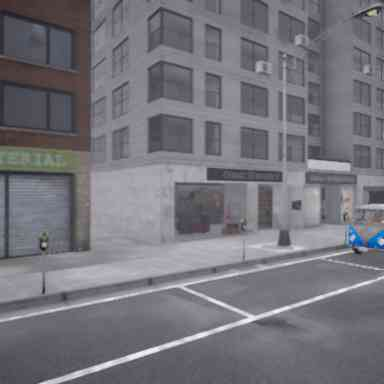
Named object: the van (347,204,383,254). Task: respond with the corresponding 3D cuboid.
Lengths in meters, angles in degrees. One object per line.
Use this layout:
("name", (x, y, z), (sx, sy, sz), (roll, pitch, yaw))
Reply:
("van", (7.220, 1.313, 11.914), (3.998, 1.788, 1.690), (0, 0, -36))
